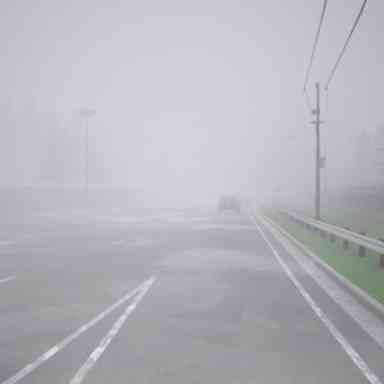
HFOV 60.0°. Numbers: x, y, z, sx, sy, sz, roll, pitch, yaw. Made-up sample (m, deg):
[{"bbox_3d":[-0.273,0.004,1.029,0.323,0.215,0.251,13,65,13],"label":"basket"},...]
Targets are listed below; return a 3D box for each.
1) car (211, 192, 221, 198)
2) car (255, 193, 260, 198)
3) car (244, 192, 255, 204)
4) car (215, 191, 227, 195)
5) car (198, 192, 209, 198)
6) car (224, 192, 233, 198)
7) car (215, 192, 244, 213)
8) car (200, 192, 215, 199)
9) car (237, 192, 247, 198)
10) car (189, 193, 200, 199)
[{"bbox_3d":[6.614,0.770,90.705,2.128,1.511,4.902,0,0,14],"label":"car"},{"bbox_3d":[16.809,0.982,88.196,1.994,1.385,4.181,0,0,14],"label":"car"},{"bbox_3d":[8.976,1.185,55.926,2.033,1.411,5.357,0,0,14],"label":"car"},{"bbox_3d":[7.531,0.700,79.779,2.150,2.045,5.566,0,0,14],"label":"car"},{"bbox_3d":[3.215,0.779,91.541,2.033,1.411,5.357,0,0,14],"label":"car"},{"bbox_3d":[10.012,0.775,89.869,1.812,1.442,4.674,0,0,14],"label":"car"},{"bbox_3d":[3.932,1.129,34.329,2.097,1.767,4.553,0,0,11],"label":"car"},{"bbox_3d":[4.126,0.994,80.588,2.128,1.511,4.902,0,0,14],"label":"car"},{"bbox_3d":[13.411,0.782,89.034,2.128,1.511,4.902,0,0,14],"label":"car"},{"bbox_3d":[0.727,0.941,81.423,1.882,1.535,5.008,0,0,14],"label":"car"}]
